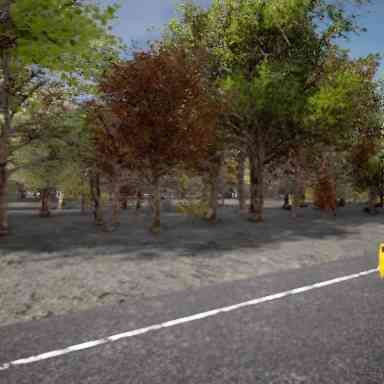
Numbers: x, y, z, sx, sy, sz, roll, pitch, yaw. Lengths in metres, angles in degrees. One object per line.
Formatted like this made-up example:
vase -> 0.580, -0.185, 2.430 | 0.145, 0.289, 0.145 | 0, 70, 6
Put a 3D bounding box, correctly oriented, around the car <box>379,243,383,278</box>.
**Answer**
car -> 6.782, 1.570, 8.582 | 5.008, 1.535, 1.882 | 1, -1, -36
